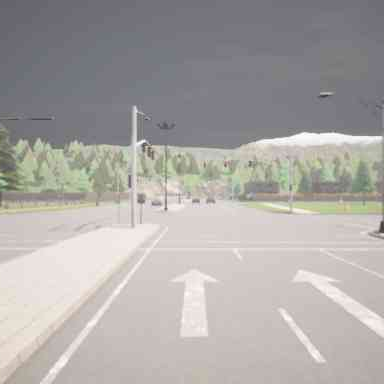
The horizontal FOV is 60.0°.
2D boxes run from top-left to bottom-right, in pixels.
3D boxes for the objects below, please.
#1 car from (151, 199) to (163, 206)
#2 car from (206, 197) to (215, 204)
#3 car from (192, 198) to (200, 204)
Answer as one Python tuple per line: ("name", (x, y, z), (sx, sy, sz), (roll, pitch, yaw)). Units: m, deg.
("car", (-7.225, 2.170, 67.888), (1.812, 1.442, 4.674), (0, 0, 1))
("car", (4.456, 1.948, 79.754), (2.097, 1.767, 4.553), (0, -1, 1))
("car", (0.957, 2.119, 79.832), (2.128, 1.511, 4.902), (0, -1, 1))
